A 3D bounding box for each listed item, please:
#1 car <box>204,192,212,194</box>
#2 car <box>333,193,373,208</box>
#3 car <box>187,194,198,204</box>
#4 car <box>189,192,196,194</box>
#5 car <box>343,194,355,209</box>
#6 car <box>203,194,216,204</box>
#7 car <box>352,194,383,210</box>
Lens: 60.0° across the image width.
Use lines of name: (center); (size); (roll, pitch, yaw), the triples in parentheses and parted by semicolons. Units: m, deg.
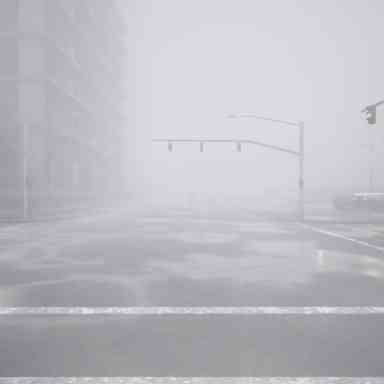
car: (3.619, 1.087, 73.898); (2.150, 2.045, 5.566); (0, 0, 0)
car: (25.273, 1.209, 52.251); (4.605, 1.855, 1.932); (0, 0, 1)
car: (0.057, 1.547, 63.467); (2.033, 1.411, 5.357); (0, 0, 0)
car: (0.119, 1.087, 73.919); (2.150, 2.045, 5.566); (0, 0, 0)
car: (25.288, 1.419, 49.568); (3.905, 1.438, 1.784); (0, 0, 1)
car: (3.559, 1.526, 63.863); (1.812, 1.442, 4.674); (0, 0, 0)
car: (25.250, 1.451, 46.673); (3.806, 1.475, 1.970); (0, 0, 1)
